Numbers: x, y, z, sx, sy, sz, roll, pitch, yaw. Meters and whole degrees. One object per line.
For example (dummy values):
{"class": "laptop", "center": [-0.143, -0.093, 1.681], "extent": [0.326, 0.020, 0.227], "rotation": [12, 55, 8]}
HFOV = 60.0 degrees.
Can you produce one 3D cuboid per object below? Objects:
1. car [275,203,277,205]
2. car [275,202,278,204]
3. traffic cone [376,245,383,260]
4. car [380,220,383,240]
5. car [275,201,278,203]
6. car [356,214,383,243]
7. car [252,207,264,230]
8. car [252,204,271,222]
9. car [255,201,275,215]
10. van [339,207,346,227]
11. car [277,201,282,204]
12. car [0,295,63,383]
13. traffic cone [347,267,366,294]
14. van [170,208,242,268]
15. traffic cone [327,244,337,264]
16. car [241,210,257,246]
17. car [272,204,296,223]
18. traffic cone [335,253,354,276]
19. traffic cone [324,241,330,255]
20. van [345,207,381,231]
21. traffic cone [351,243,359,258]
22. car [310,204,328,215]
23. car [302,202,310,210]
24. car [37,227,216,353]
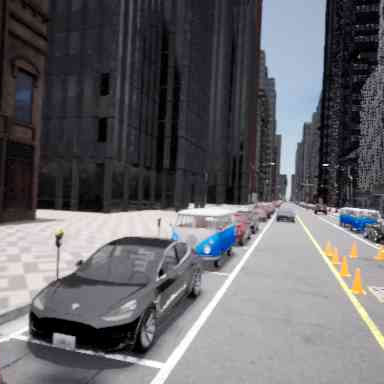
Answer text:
{"class": "car", "center": [11.183, 2.583, 49.588], "extent": [1.887, 1.381, 4.507], "rotation": [3, -1, 16]}
{"class": "car", "center": [12.706, 2.749, 54.994], "extent": [1.802, 1.307, 4.206], "rotation": [3, -1, 16]}
{"class": "traffic cone", "center": [7.764, 2.467, 13.671], "extent": [0.340, 0.580, 0.340], "rotation": [3, -1, 16]}
{"class": "car", "center": [10.229, 2.208, 14.848], "extent": [1.947, 1.339, 4.313], "rotation": [3, -1, 16]}
{"class": "car", "center": [14.232, 2.879, 60.400], "extent": [1.802, 1.307, 4.206], "rotation": [3, -1, 16]}
{"class": "car", "center": [11.755, 2.321, 20.254], "extent": [2.008, 1.369, 4.403], "rotation": [3, -1, 16]}
{"class": "car", "center": [3.555, 1.962, 22.559], "extent": [1.947, 1.339, 4.313], "rotation": [3, -1, 16]}
{"class": "car", "center": [6.605, 2.234, 33.370], "extent": [1.802, 1.307, 4.206], "rotation": [3, -1, 16]}
{"class": "car", "center": [8.143, 2.096, 38.779], "extent": [2.192, 1.841, 5.009], "rotation": [3, -1, 16]}
{"class": "van", "center": [14.816, 2.368, 31.069], "extent": [1.690, 1.788, 3.998], "rotation": [3, -1, 16]}
{"class": "car", "center": [21.534, 3.237, 86.241], "extent": [2.192, 1.841, 5.009], "rotation": [3, -1, 16]}
{"class": "car", "center": [-2.547, 1.469, 0.936], "extent": [1.802, 1.307, 4.206], "rotation": [3, -1, 16]}
{"class": "traffic cone", "center": [4.212, 2.244, 8.443], "extent": [0.340, 0.580, 0.340], "rotation": [3, -1, 16]}
{"class": "van", "center": [0.515, 1.482, 11.750], "extent": [1.690, 1.788, 3.998], "rotation": [3, -1, 16]}
{"class": "traffic cone", "center": [5.299, 2.334, 12.291], "extent": [0.340, 0.580, 0.340], "rotation": [3, -1, 16]}
{"class": "car", "center": [2.031, 1.813, 17.153], "extent": [1.887, 1.381, 4.507], "rotation": [3, -1, 16]}
{"class": "car", "center": [9.829, 2.371, 34.898], "extent": [2.033, 1.411, 5.357], "rotation": [3, -1, 16]}
{"class": "traffic cone", "center": [4.755, 2.289, 10.367], "extent": [0.340, 0.580, 0.340], "rotation": [3, -1, 16]}
{"class": "traffic cone", "center": [5.841, 2.380, 14.216], "extent": [0.340, 0.580, 0.340], "rotation": [3, -1, 16]}
{"class": "van", "center": [13.291, 2.239, 25.663], "extent": [1.690, 1.788, 3.998], "rotation": [3, -1, 16]}
{"class": "traffic cone", "center": [6.803, 2.423, 13.943], "extent": [0.340, 0.580, 0.340], "rotation": [3, -1, 16]}
{"class": "car", "center": [22.444, 2.987, 58.100], "extent": [2.192, 1.841, 5.009], "rotation": [3, -1, 16]}
{"class": "car", "center": [29.723, 3.847, 83.936], "extent": [2.008, 1.369, 4.403], "rotation": [3, -1, 16]}
{"class": "car", "center": [-1.021, 1.580, 6.342], "extent": [1.947, 1.339, 4.313], "rotation": [3, -1, 16]}
